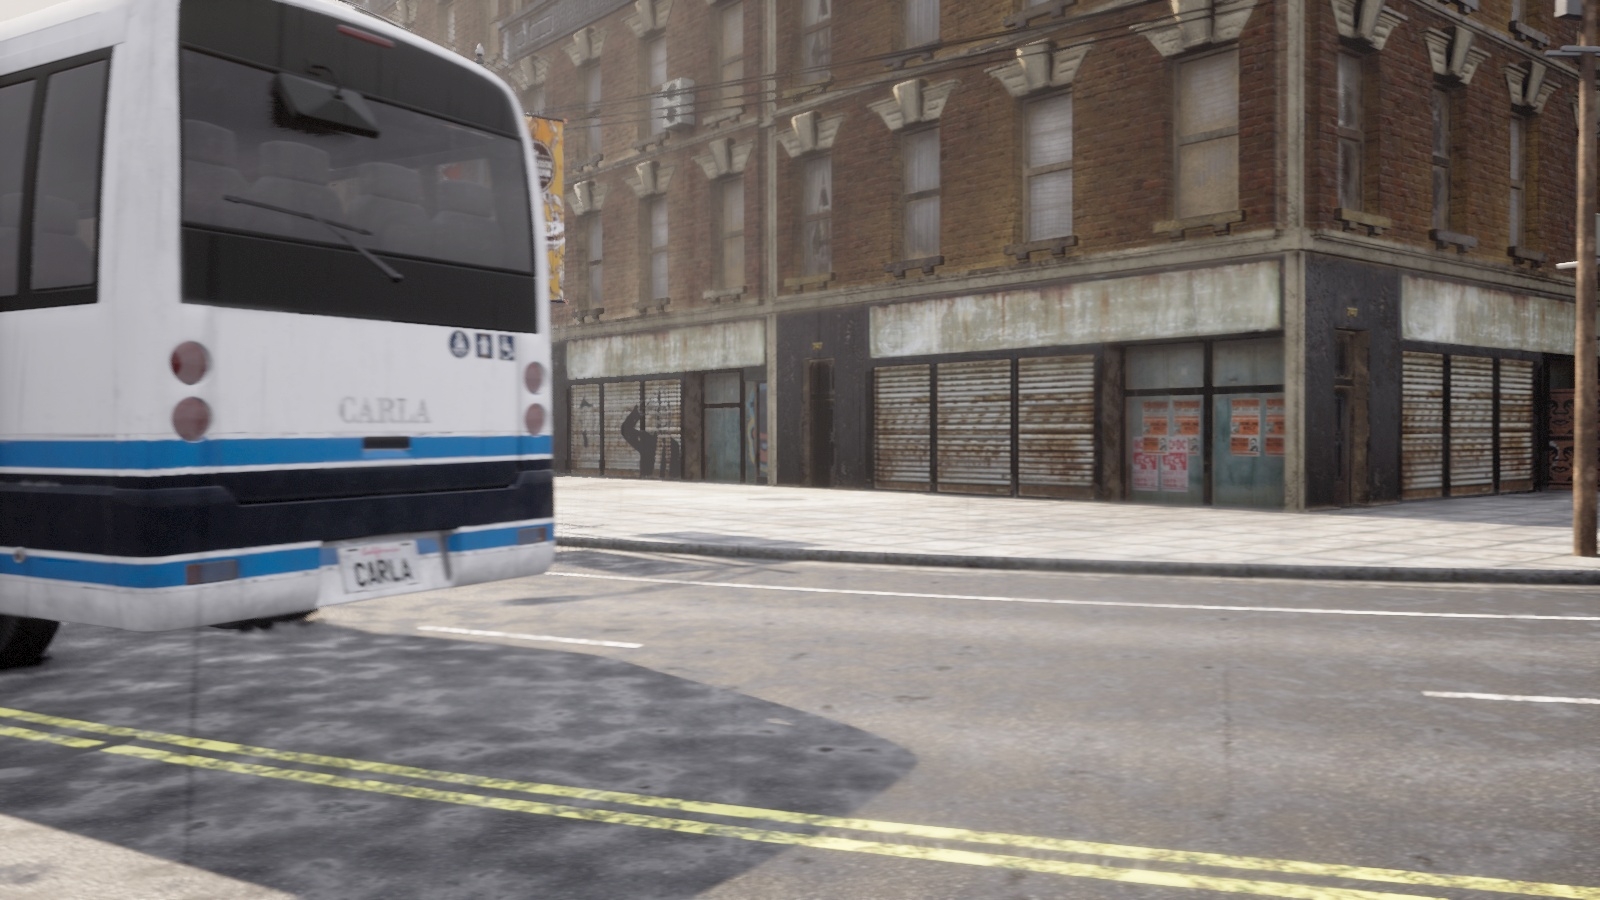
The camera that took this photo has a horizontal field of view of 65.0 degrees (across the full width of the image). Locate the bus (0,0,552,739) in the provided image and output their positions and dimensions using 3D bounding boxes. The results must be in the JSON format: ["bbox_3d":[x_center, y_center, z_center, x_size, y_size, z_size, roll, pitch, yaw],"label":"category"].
[{"bbox_3d":[-7.357,-0.740,10.687,10.273,4.253,3.944,1,1,31],"label":"bus"}]
